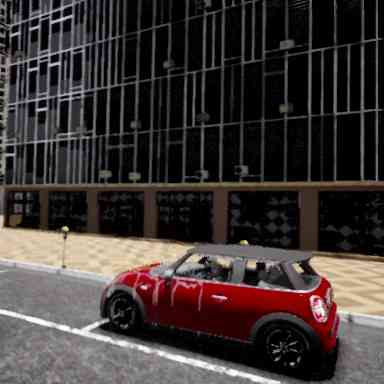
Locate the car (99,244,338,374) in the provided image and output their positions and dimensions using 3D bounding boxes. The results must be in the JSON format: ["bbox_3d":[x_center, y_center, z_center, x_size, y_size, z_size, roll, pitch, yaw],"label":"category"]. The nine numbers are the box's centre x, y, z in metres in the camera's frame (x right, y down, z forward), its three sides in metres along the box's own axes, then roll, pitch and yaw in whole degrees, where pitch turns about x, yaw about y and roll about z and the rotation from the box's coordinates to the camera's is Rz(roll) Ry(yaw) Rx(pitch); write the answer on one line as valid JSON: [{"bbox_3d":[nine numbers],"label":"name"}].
[{"bbox_3d":[0.334,1.655,5.933,4.097,1.590,1.967,1,-2,27],"label":"car"}]
